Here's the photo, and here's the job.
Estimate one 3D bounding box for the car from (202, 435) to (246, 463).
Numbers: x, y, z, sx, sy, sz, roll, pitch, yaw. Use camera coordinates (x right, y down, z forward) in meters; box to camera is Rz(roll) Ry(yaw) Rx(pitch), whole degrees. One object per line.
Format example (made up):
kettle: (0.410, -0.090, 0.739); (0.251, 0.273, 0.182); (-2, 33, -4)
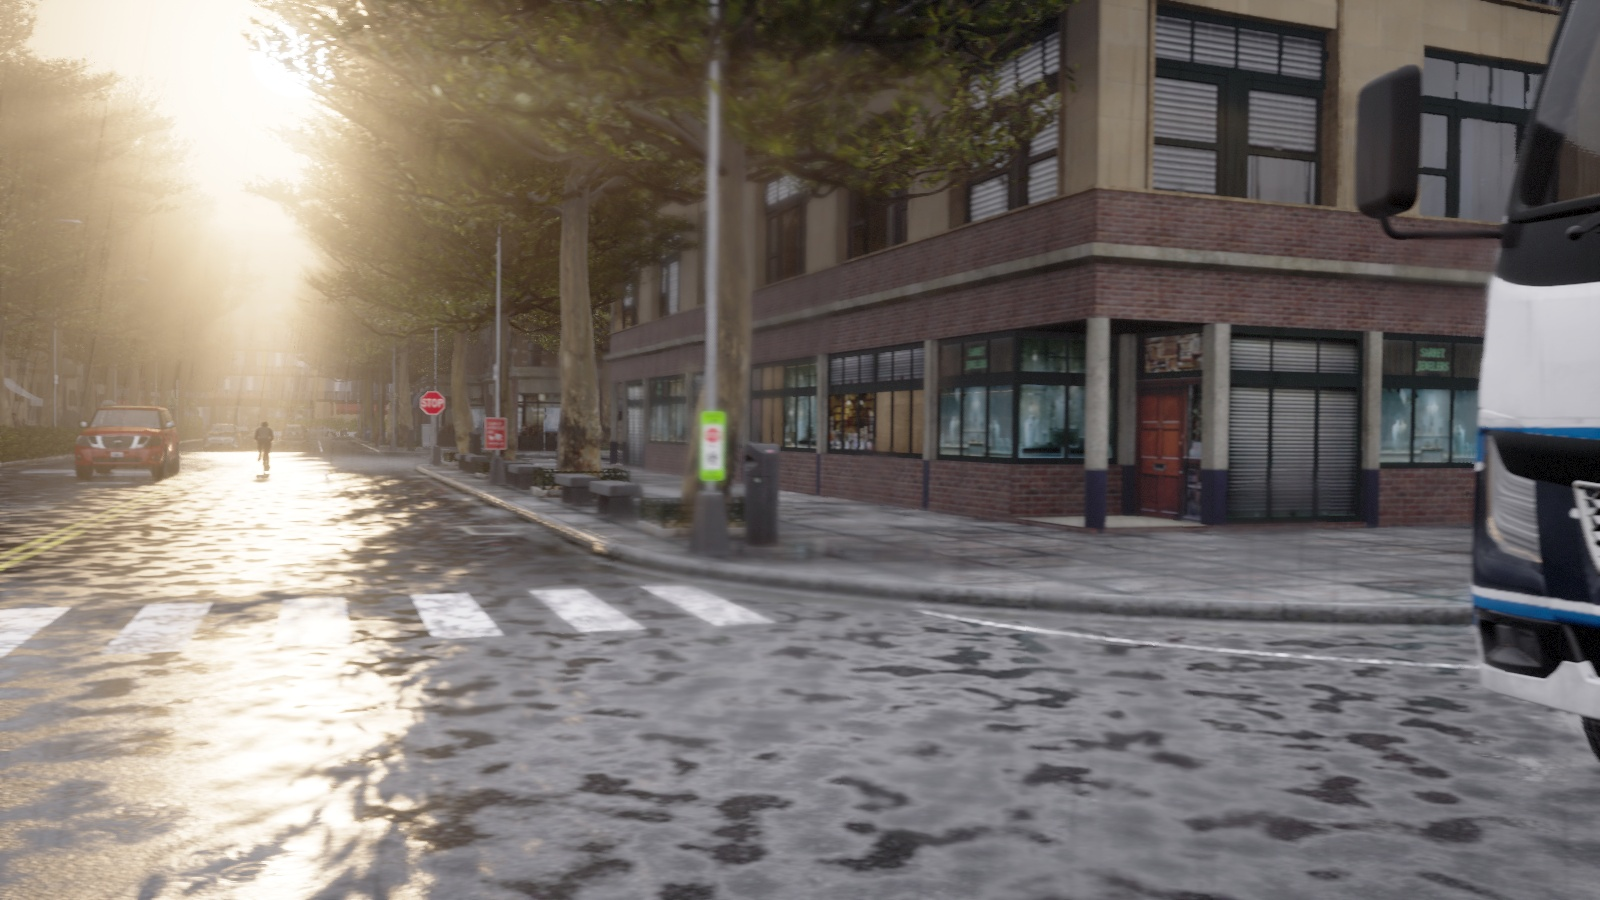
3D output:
car: (-33.194, -0.075, 72.465); (2.007, 1.525, 4.514); (-1, 1, -21)

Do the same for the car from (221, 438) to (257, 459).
car: (-38.638, -0.129, 86.569); (1.994, 1.385, 4.181); (-1, 1, -21)

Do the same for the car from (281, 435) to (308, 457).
car: (-36.461, -0.304, 90.643); (1.789, 1.549, 3.705); (-1, 1, -21)

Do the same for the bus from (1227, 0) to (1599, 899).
bus: (7.127, -0.744, 5.447); (10.273, 4.253, 3.944); (0, 1, -27)

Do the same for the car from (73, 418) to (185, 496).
car: (-19.178, 0.136, 36.162); (2.150, 2.045, 5.566); (-1, 1, -21)
